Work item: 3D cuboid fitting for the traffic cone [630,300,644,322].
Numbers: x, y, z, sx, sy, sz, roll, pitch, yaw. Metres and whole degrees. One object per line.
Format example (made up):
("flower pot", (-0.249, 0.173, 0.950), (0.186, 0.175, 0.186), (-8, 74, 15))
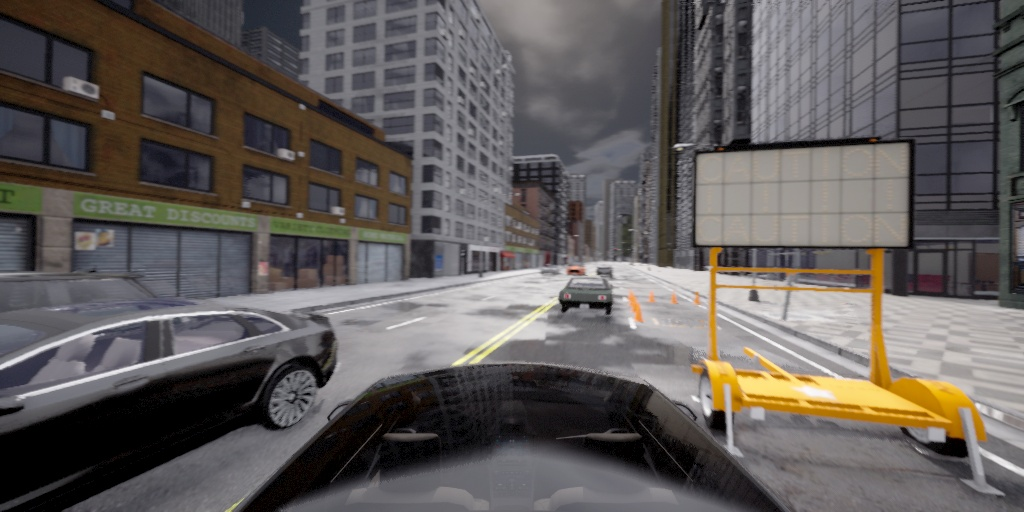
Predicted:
("traffic cone", (4.199, 1.853, 11.921), (0.340, 0.580, 0.340), (0, 0, 16))

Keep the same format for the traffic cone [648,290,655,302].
("traffic cone", (6.784, 1.938, 17.427), (0.340, 0.580, 0.340), (0, 0, 16))

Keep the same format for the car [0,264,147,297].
("car", (-6.776, 0.989, 4.115), (2.097, 1.767, 4.553), (1, 0, 16))

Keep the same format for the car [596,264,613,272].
("car", (11.084, 1.724, 42.907), (2.128, 1.511, 4.902), (1, 0, 16))

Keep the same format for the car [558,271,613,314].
("car", (3.150, 1.496, 14.684), (1.895, 1.301, 4.718), (1, 0, 16))

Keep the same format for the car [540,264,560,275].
("car", (4.879, 1.733, 45.550), (1.895, 1.301, 4.718), (1, 0, 16))

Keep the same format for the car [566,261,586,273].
("car", (7.994, 1.536, 44.608), (2.097, 1.767, 4.553), (1, 0, 16))

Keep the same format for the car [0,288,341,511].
("car", (-3.719, 1.179, 2.991), (2.128, 1.511, 4.902), (1, 0, 16))

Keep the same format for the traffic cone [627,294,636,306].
("traffic cone", (4.740, 1.876, 13.846), (0.340, 0.580, 0.340), (0, 0, 16))

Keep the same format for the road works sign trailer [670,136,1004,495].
("road works sign trailer", (3.634, 0.304, 4.809), (2.380, 3.560, 2.880), (0, 0, 16))

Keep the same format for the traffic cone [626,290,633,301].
("traffic cone", (5.281, 1.899, 15.772), (0.340, 0.580, 0.340), (0, 0, 16))
